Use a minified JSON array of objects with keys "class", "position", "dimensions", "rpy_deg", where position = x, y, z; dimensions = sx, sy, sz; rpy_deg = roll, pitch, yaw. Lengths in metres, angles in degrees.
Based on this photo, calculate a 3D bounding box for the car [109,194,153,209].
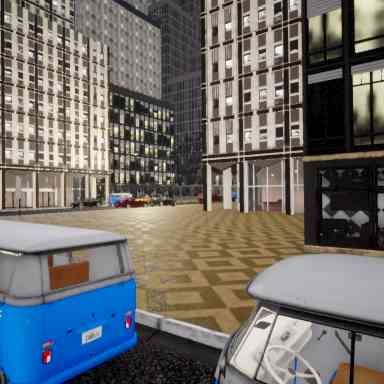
[{"class":"car","position":[-7.064,1.267,38.912],"dimensions":[1.887,1.381,4.507],"rpy_deg":[0,0,36]}]

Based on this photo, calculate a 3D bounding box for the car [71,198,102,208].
[{"class":"car","position":[-13.845,1.404,43.835],"dimensions":[1.947,1.339,4.313],"rpy_deg":[0,0,36]}]

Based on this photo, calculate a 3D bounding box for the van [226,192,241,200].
[{"class":"van","position":[9.507,0.872,75.670],"dimensions":[1.690,1.788,3.998],"rpy_deg":[0,0,36]}]

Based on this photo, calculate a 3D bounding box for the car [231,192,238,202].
[{"class":"car","position":[6.275,1.101,57.096],"dimensions":[2.008,1.369,4.403],"rpy_deg":[0,0,36]}]

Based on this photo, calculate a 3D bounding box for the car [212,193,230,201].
[{"class":"car","position":[6.172,1.017,71.122],"dimensions":[1.967,1.590,4.097],"rpy_deg":[0,0,36]}]

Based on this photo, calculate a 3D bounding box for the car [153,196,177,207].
[{"class":"car","position":[-3.730,1.230,43.458],"dimensions":[2.008,1.369,4.403],"rpy_deg":[0,0,36]}]

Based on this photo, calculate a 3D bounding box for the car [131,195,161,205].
[{"class":"car","position":[-7.273,1.279,52.793],"dimensions":[1.752,1.417,4.829],"rpy_deg":[0,0,36]}]

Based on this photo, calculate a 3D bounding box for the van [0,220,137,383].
[{"class":"van","position":[-2.607,1.342,4.753],"dimensions":[3.998,1.788,1.690],"rpy_deg":[0,-1,36]}]

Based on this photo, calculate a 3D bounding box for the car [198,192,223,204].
[{"class":"car","position":[2.938,0.909,52.549],"dimensions":[2.192,1.841,5.009],"rpy_deg":[0,0,36]}]

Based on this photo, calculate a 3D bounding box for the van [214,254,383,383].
[{"class":"van","position":[1.930,1.341,1.510],"dimensions":[3.998,1.788,1.690],"rpy_deg":[0,-1,36]}]

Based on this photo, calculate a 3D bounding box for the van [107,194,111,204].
[{"class":"van","position":[-10.510,1.136,48.382],"dimensions":[1.690,1.788,3.998],"rpy_deg":[0,0,36]}]
